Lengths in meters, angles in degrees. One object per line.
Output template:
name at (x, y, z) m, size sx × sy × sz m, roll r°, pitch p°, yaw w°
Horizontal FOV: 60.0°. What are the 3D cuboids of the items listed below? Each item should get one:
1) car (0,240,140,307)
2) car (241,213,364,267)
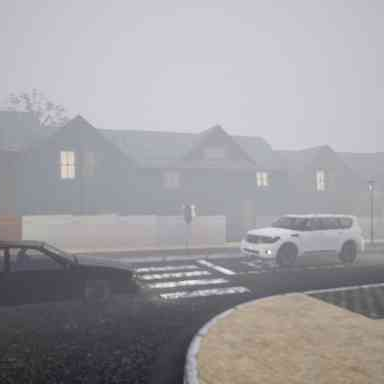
car at (-3.961, 1.831, 7.537) m, size 5.357 × 1.411 × 2.033 m, roll 2°, pitch -3°, yaw -23°
car at (4.856, 1.956, 14.408) m, size 5.566 × 2.045 × 2.150 m, roll 2°, pitch -3°, yaw -24°
